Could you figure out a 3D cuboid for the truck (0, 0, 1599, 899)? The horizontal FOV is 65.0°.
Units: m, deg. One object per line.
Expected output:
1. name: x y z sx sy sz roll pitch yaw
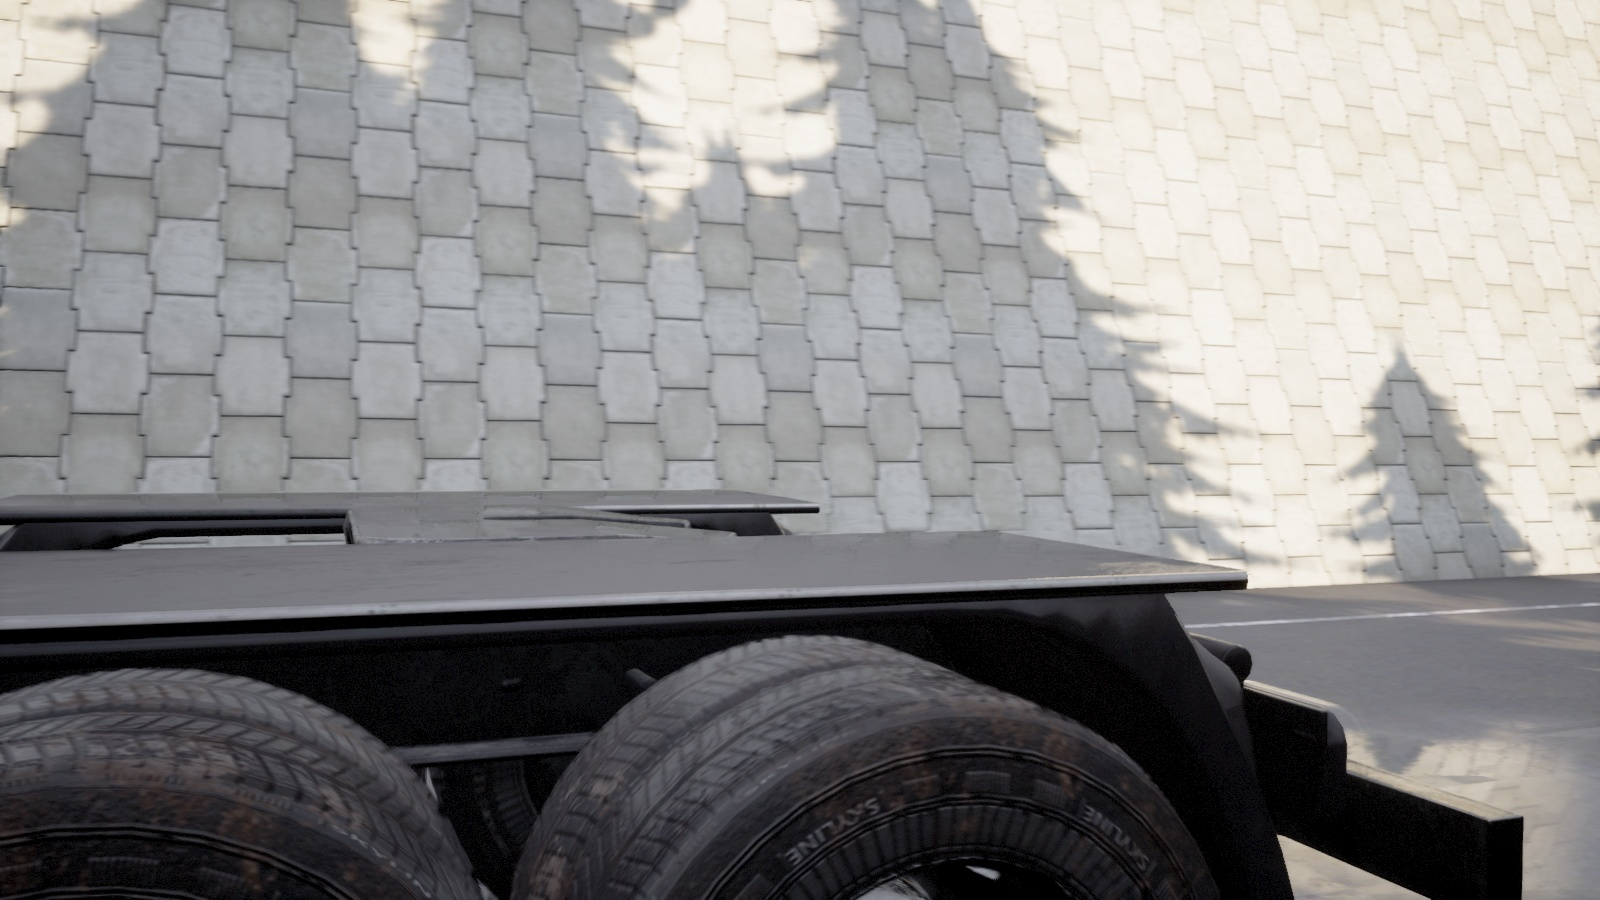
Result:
1. truck: -2.758 -0.190 2.180 7.936 3.462 2.891 -1 1 -21
